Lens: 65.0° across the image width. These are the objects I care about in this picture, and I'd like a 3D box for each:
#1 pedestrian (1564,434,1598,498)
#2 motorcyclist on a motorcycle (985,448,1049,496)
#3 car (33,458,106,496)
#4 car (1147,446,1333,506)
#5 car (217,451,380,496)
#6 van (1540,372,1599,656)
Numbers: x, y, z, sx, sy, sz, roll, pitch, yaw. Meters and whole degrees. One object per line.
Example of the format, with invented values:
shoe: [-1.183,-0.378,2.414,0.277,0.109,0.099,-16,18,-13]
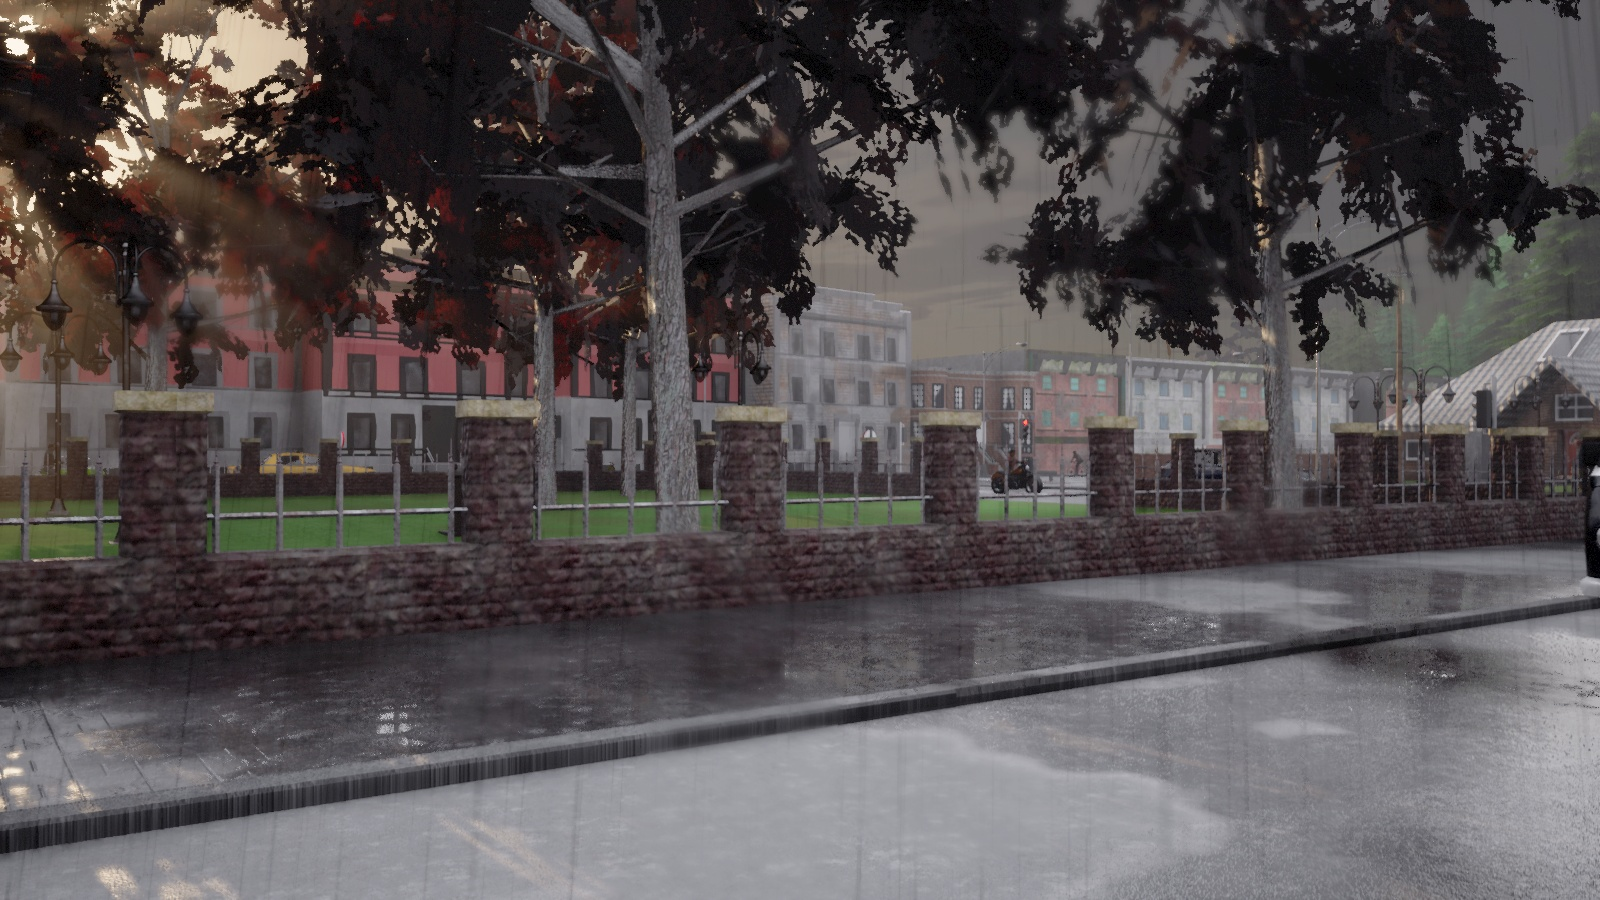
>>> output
pedestrian: [22.825,0.466,36.690,0.402,1.842,0.726,0,0,-32]
motorcyclist on a motorcycle: [7.662,0.764,44.411,0.766,1.649,2.350,0,0,-37]
car: [-26.635,0.965,45.787,2.207,1.376,1.481,0,0,-35]
car: [12.849,0.714,36.934,2.033,1.649,4.856,0,0,-37]
car: [-18.553,0.829,46.557,5.366,1.575,1.801,0,0,-34]
van: [7.917,0.470,9.814,4.480,2.038,2.069,0,0,-36]
